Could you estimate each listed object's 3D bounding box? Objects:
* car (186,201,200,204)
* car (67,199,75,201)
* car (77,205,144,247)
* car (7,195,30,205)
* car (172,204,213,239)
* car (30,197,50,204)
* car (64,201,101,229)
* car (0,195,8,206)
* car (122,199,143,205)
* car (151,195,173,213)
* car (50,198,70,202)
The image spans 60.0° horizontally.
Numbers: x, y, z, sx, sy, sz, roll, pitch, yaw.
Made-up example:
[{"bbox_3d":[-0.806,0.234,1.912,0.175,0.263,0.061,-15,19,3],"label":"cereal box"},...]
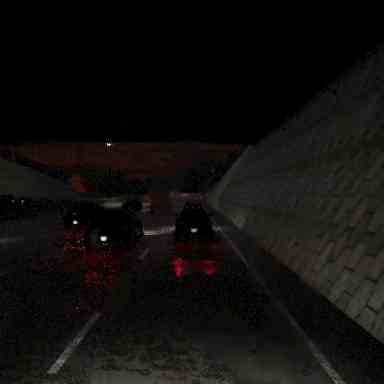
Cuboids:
[{"bbox_3d":[0.082,1.689,37.353,1.895,1.301,4.718,0,0,0],"label":"car"},{"bbox_3d":[-10.412,1.626,33.459,2.033,1.411,5.357,0,0,0],"label":"car"},{"bbox_3d":[-3.402,1.541,15.221,1.837,1.490,4.892,0,0,0],"label":"car"},{"bbox_3d":[-28.039,1.522,55.378,2.097,1.767,4.553,0,0,0],"label":"car"},{"bbox_3d":[0.085,1.567,17.398,1.812,1.442,4.674,0,0,0],"label":"car"},{"bbox_3d":[-24.539,1.693,55.352,1.812,1.442,4.674,0,0,0],"label":"car"},{"bbox_3d":[-6.903,1.557,22.097,1.837,1.490,4.892,0,0,0],"label":"car"},{"bbox_3d":[-31.539,1.447,55.314,2.150,2.045,5.566,0,0,0],"label":"car"},{"bbox_3d":[-6.918,1.583,38.828,2.128,1.511,4.902,0,0,0],"label":"car"},{"bbox_3d":[-3.417,1.311,38.079,2.150,2.045,5.566,0,0,0],"label":"car"},{"bbox_3d":[-21.039,1.743,55.356,2.033,1.411,5.357,0,0,0],"label":"car"}]
